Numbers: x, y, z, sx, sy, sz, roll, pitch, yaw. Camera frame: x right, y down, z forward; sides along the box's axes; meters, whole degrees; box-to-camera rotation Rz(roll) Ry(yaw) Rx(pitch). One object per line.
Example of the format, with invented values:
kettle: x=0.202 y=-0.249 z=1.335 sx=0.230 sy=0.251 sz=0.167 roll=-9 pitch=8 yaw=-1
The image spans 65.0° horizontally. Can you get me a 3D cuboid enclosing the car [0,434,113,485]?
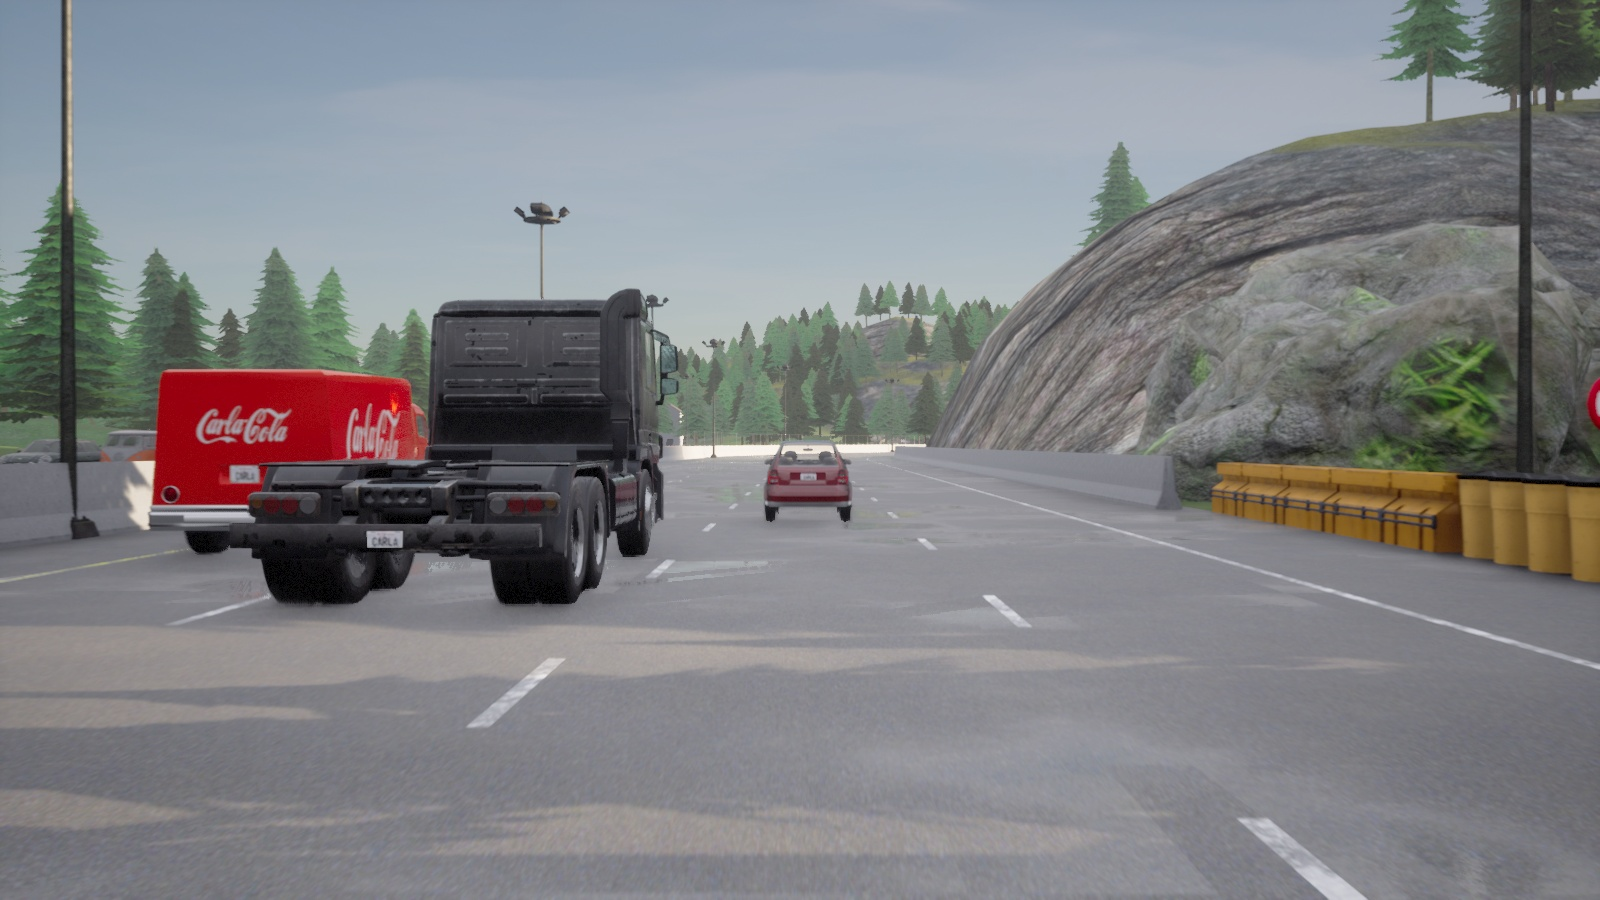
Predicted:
car: x=-27.721 y=0.321 z=46.491 sx=2.097 sy=1.767 sz=4.553 roll=0 pitch=0 yaw=0

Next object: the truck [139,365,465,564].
truck: x=-6.881 y=0.155 z=18.203 sx=2.627 sy=2.467 sz=5.204 roll=0 pitch=1 yaw=0

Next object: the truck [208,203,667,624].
truck: x=-3.403 y=-0.319 z=14.304 sx=2.891 sy=3.462 sz=7.936 roll=0 pitch=0 yaw=0

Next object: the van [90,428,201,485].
van: x=-24.220 y=0.217 z=46.656 sx=1.775 sy=1.987 sz=4.442 roll=0 pitch=0 yaw=0

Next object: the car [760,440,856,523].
car: x=0.160 y=0.583 z=25.503 sx=1.789 sy=1.549 sz=3.705 roll=0 pitch=1 yaw=0
